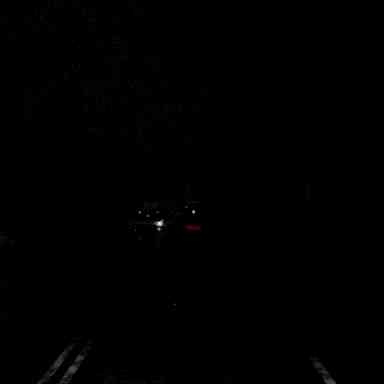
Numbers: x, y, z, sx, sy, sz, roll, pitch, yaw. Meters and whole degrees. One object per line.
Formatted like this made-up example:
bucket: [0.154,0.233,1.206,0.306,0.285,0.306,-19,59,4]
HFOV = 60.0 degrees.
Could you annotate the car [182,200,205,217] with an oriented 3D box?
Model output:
car: [0.146,1.504,31.804,1.837,1.490,4.892,0,0,0]

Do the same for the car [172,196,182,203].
car: [-3.119,1.550,68.631,2.033,1.411,5.357,0,0,0]

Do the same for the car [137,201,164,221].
car: [-3.311,1.520,27.380,1.812,1.442,4.674,0,0,0]
